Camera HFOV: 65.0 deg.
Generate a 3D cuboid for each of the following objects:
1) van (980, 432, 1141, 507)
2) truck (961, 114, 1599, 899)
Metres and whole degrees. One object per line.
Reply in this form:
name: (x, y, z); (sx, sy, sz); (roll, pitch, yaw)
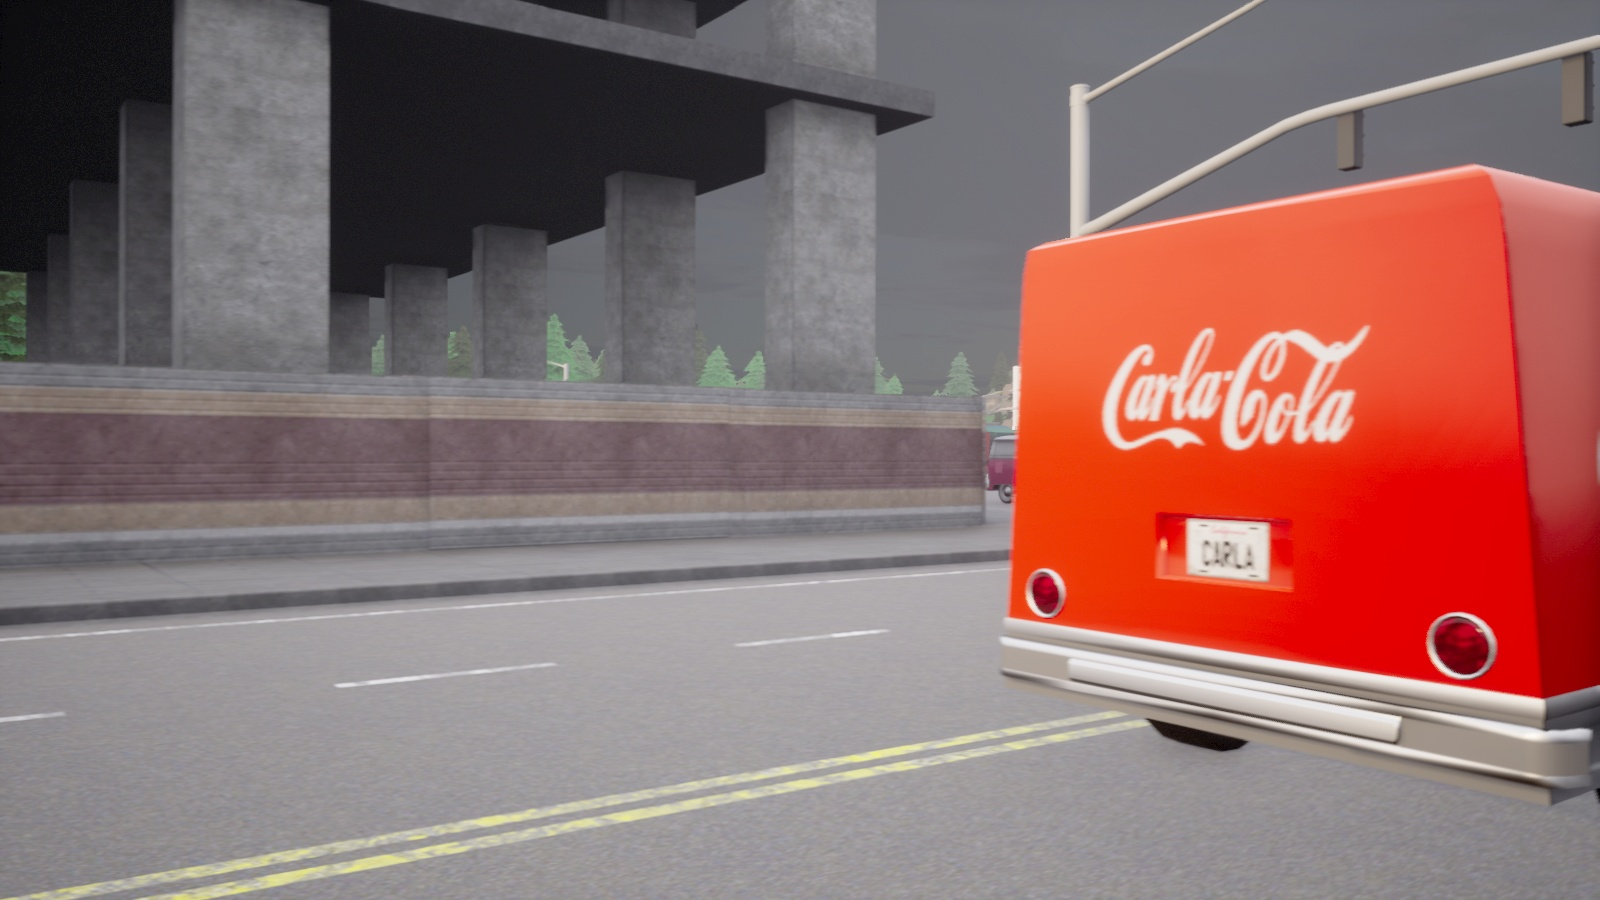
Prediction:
van: (7.235, 0.512, 35.288); (1.775, 1.987, 4.442); (0, 0, -35)
truck: (3.631, 0.266, 6.188); (5.204, 2.467, 2.627); (0, 0, -35)
